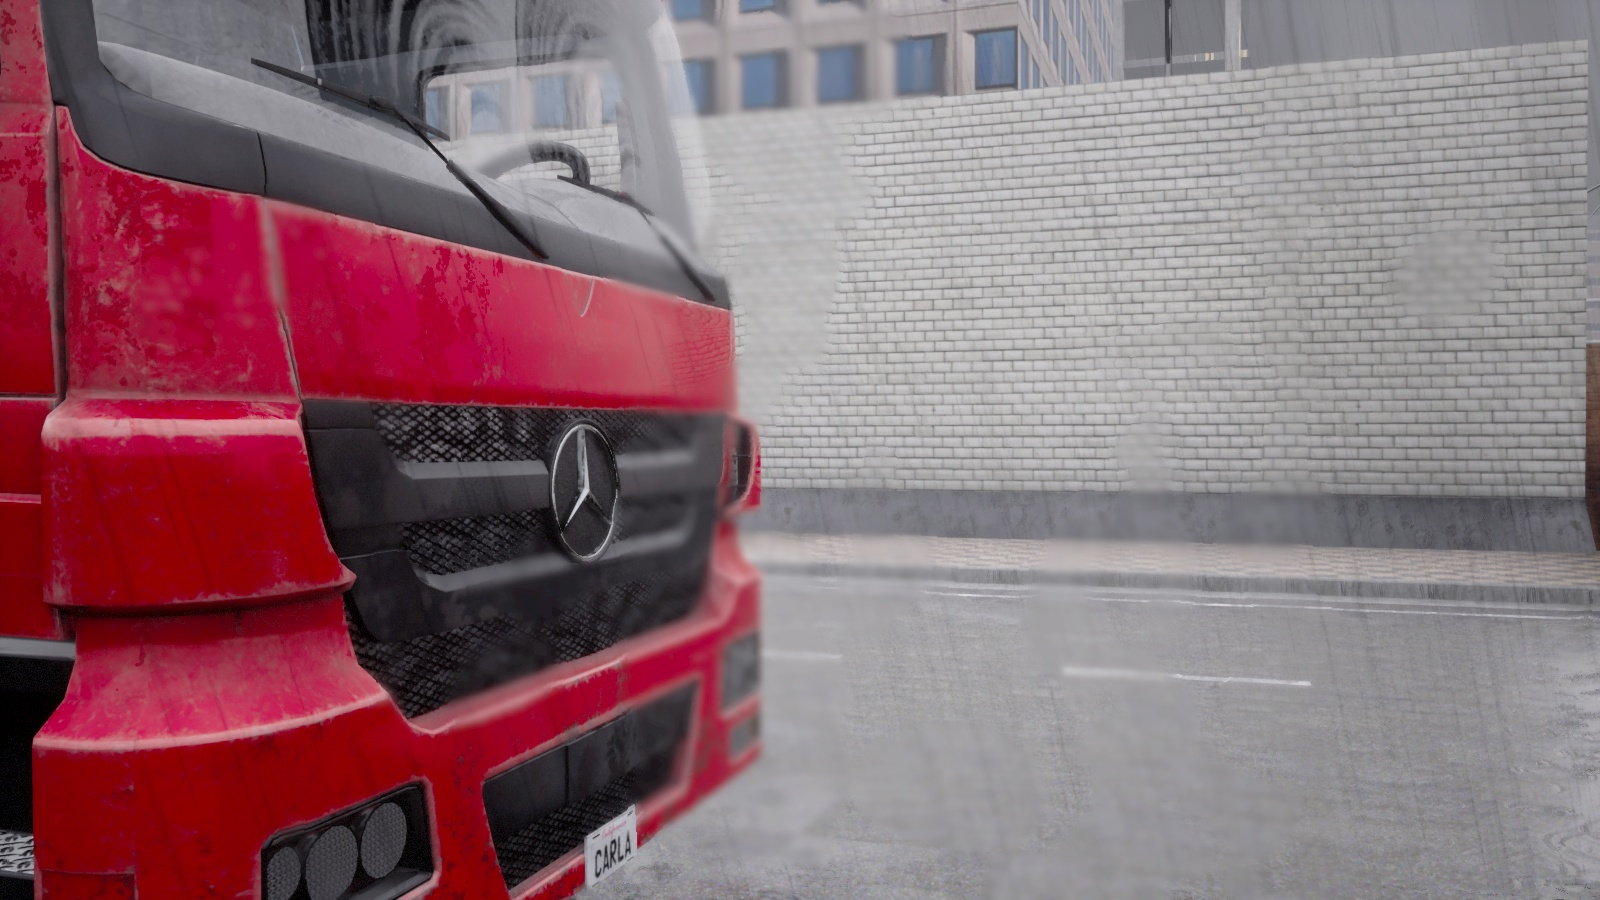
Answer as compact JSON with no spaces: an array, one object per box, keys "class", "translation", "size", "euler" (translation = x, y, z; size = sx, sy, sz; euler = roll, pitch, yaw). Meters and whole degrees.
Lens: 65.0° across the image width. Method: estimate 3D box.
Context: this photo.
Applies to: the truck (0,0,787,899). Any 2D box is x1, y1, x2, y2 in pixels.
[{"class":"truck","translation":[-4.275,-0.245,4.614],"size":[7.936,3.462,2.891],"euler":[1,1,19]}]
